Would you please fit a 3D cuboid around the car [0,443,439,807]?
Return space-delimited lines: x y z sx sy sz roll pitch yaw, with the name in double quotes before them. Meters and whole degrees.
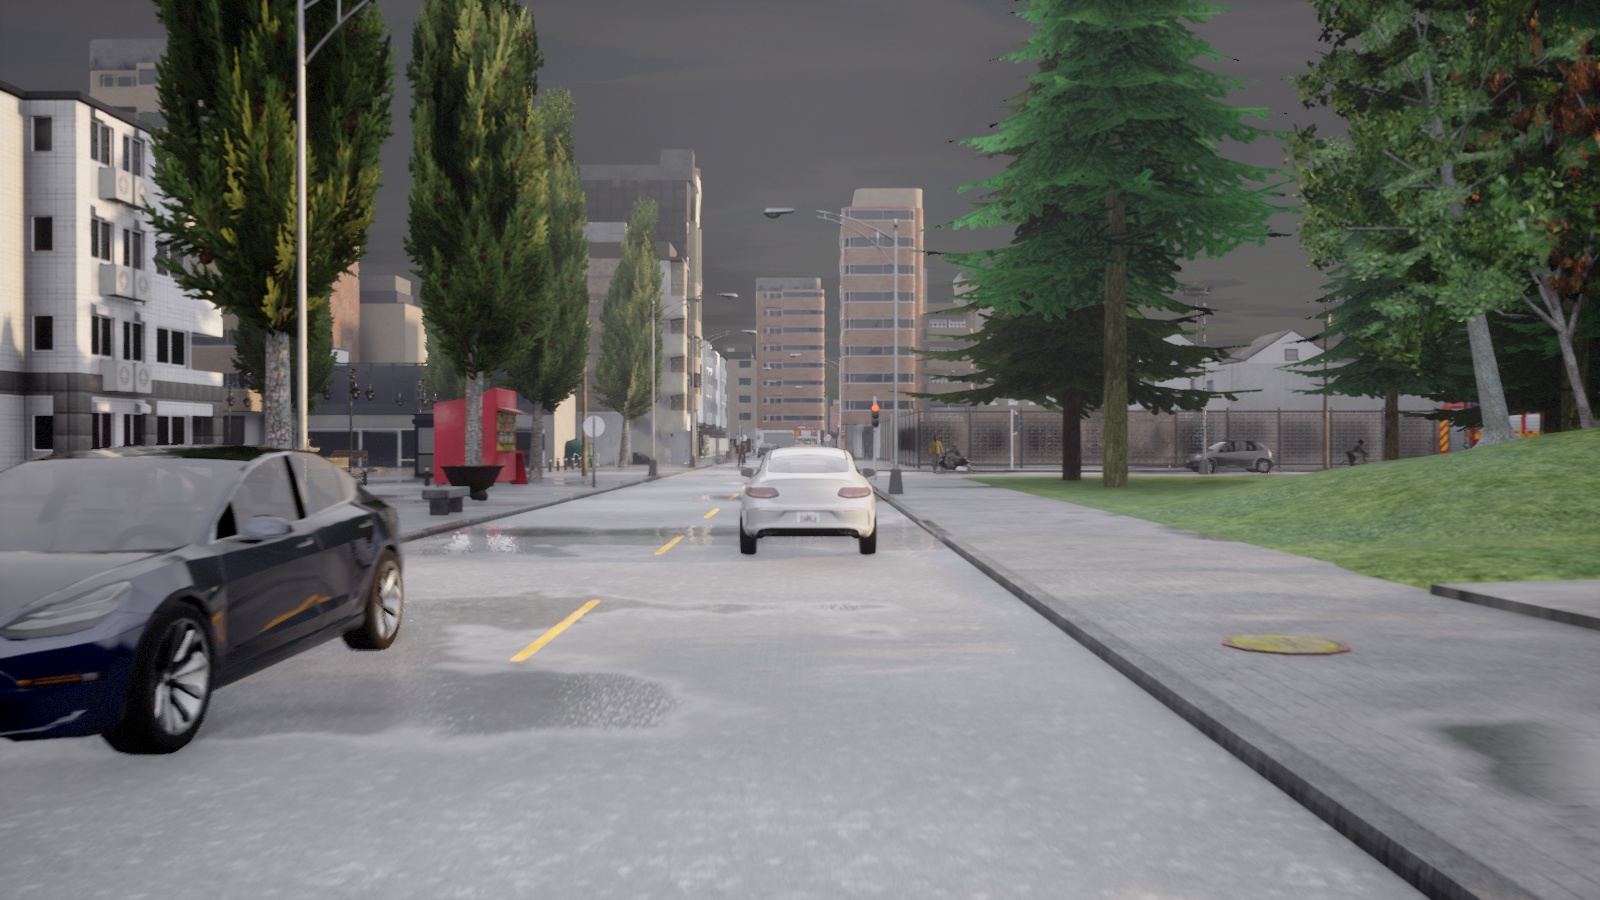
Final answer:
"car" -3.943 0.701 7.526 2.163 1.488 4.792 0 0 0

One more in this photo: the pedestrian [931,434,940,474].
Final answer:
"pedestrian" 6.224 0.167 57.667 0.370 1.835 0.726 0 0 0

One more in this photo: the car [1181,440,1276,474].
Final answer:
"car" 20.858 0.316 61.274 3.988 1.617 1.851 0 0 0

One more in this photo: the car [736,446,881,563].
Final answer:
"car" 0.115 0.671 17.990 1.812 1.442 4.674 0 0 0

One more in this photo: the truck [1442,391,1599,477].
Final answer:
"truck" 34.184 -0.713 57.192 8.468 3.827 2.891 0 0 -1

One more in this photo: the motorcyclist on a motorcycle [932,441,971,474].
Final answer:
"motorcyclist on a motorcycle" 7.391 0.360 61.350 1.817 1.590 0.866 0 0 1

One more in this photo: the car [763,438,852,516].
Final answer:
"car" 0.169 0.528 27.897 1.801 1.575 5.366 0 0 0
